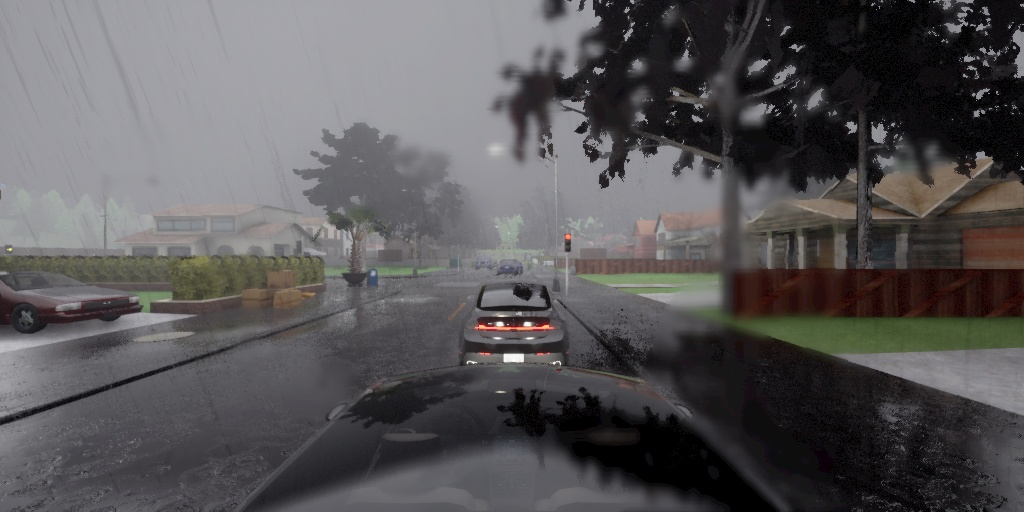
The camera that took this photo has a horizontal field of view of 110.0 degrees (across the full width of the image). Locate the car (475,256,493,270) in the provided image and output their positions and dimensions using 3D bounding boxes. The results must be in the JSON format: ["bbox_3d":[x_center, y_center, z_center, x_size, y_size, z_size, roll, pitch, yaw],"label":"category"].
[{"bbox_3d":[-4.059,0.971,52.258,2.150,2.045,5.566,0,0,0],"label":"car"}]

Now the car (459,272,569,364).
[{"bbox_3d":[0.047,1.255,7.654,1.837,1.490,4.892,0,0,1],"label":"car"}]

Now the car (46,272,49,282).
[{"bbox_3d":[-43.850,1.242,30.851,4.902,1.511,2.128,0,0,0],"label":"car"}]

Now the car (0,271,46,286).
[{"bbox_3d":[-38.668,1.101,26.791,4.553,1.767,2.097,0,0,1],"label":"car"}]

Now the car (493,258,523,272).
[{"bbox_3d":[-0.166,1.102,37.115,2.097,1.767,4.553,0,0,9],"label":"car"}]
